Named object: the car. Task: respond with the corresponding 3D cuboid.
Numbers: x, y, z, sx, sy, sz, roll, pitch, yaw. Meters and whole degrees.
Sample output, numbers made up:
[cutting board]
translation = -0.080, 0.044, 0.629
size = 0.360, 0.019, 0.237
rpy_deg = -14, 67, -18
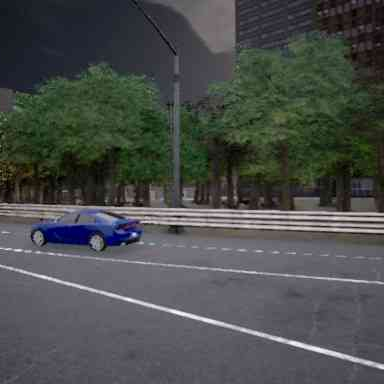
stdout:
[car]
translation = -4.485, 1.501, 13.896
size = 5.008, 1.535, 1.882
rpy_deg = 0, 0, 24
